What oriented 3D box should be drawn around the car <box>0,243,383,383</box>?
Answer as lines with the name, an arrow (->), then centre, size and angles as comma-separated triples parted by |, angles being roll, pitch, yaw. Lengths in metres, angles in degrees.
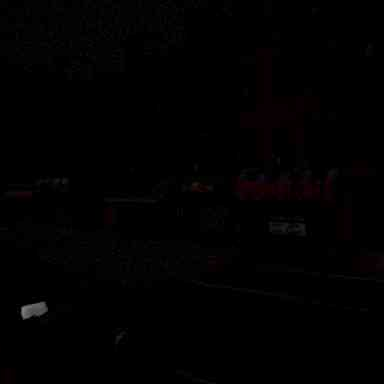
car -> 0.801, 1.312, 2.252 | 5.009, 1.841, 2.192 | 0, 0, 36
